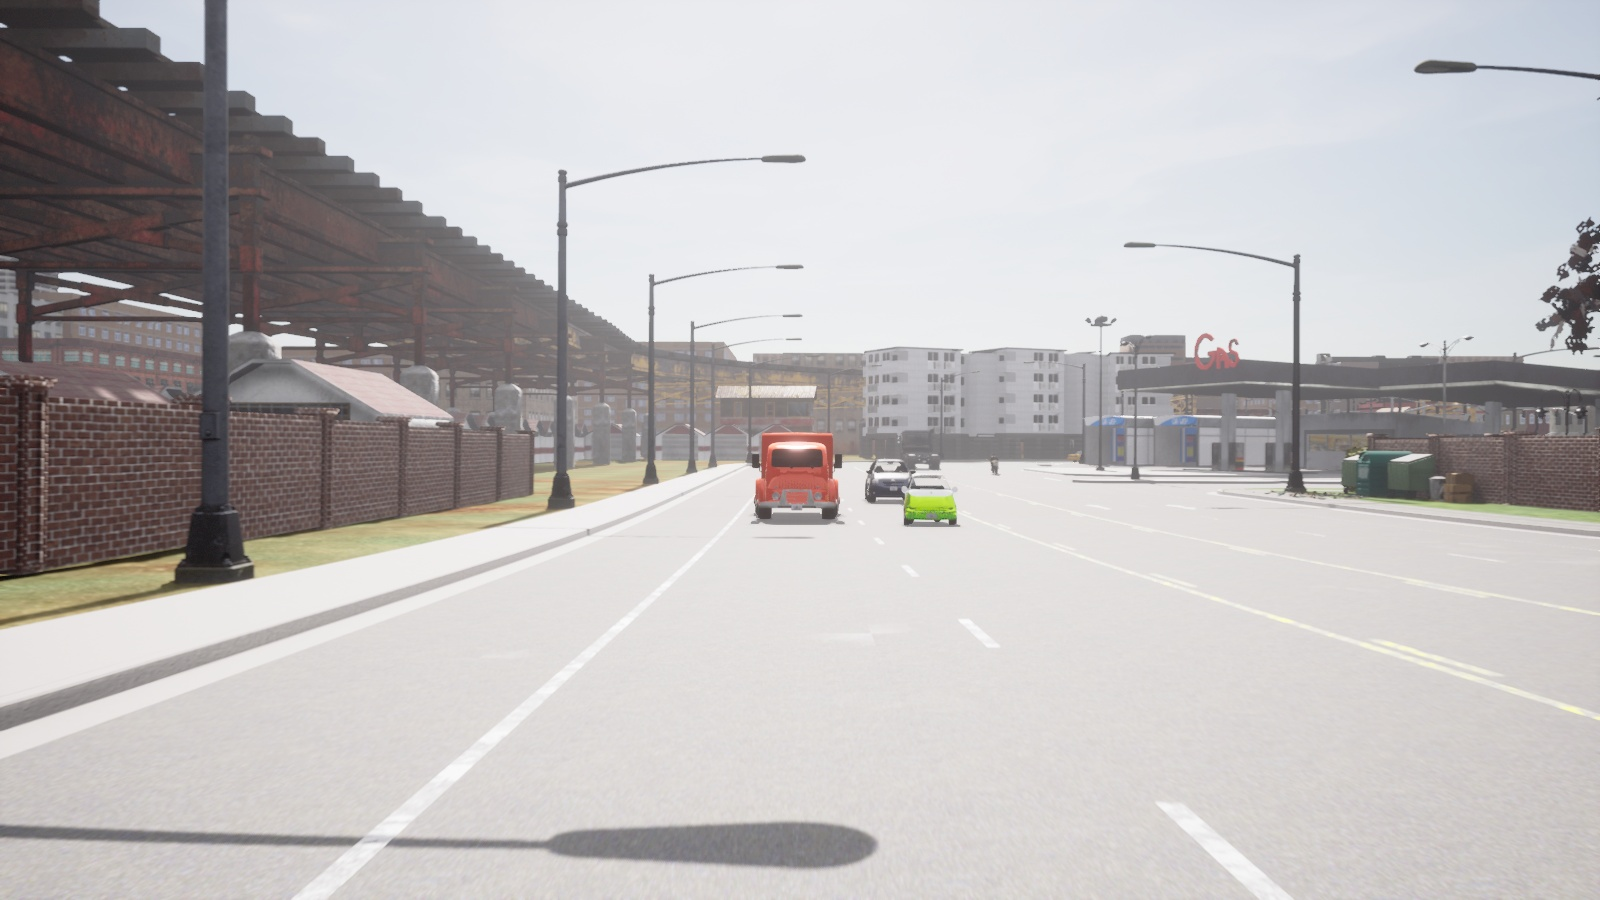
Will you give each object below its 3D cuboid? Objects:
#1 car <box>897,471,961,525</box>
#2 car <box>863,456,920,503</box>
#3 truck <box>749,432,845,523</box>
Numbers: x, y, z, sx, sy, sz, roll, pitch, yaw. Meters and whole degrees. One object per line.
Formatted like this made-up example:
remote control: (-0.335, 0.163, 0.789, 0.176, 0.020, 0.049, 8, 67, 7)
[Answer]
car: (3.425, 1.267, 33.662, 1.481, 1.376, 2.207, 0, 0, 0)
car: (3.394, 1.074, 47.272, 1.851, 1.617, 3.988, 0, 0, 0)
truck: (-0.084, 0.742, 36.932, 2.627, 2.467, 5.204, 0, 0, 0)
